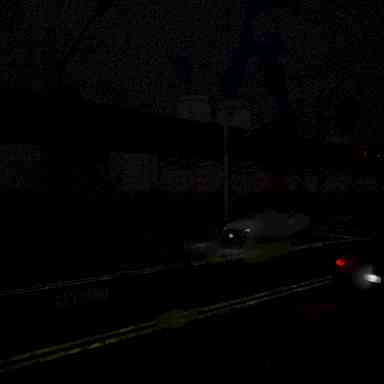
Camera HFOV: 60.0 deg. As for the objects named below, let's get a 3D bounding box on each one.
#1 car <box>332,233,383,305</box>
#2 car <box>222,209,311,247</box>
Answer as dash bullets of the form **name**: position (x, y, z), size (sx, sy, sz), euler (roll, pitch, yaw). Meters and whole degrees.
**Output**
- **car**: position (4.967, 1.564, 7.317), size (4.181, 1.385, 1.994), euler (0, 0, -35)
- **car**: position (3.510, 1.526, 15.101), size (4.674, 1.442, 1.812), euler (0, 0, -36)
